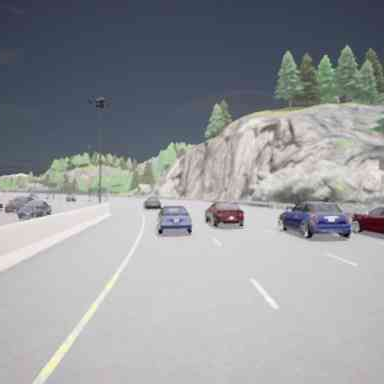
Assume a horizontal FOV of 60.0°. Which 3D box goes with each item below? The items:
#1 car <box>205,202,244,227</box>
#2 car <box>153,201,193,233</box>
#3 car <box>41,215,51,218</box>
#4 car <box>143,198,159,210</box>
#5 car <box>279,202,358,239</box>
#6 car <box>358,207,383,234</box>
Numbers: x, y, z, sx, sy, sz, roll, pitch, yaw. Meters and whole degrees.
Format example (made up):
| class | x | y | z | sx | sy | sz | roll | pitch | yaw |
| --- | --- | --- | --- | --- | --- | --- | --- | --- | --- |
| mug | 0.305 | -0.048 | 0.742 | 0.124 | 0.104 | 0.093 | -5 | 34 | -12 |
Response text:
| class | x | y | z | sx | sy | sz | roll | pitch | yaw |
| --- | --- | --- | --- | --- | --- | --- | --- | --- | --- |
| car | 2.062 | 1.395 | 22.271 | 1.882 | 1.535 | 5.008 | 0 | 0 | -7 |
| car | -1.078 | 1.482 | 19.331 | 2.033 | 1.411 | 5.357 | 0 | 0 | -6 |
| car | -13.125 | 1.454 | 28.078 | 1.812 | 1.442 | 4.674 | 0 | 0 | -10 |
| car | -5.032 | 1.428 | 41.771 | 1.994 | 1.385 | 4.181 | 0 | 0 | -13 |
| car | 6.132 | 1.279 | 17.192 | 2.097 | 1.767 | 4.553 | 0 | 0 | -5 |
| car | 9.756 | 1.401 | 16.105 | 1.882 | 1.535 | 5.008 | 0 | 0 | -5 |
